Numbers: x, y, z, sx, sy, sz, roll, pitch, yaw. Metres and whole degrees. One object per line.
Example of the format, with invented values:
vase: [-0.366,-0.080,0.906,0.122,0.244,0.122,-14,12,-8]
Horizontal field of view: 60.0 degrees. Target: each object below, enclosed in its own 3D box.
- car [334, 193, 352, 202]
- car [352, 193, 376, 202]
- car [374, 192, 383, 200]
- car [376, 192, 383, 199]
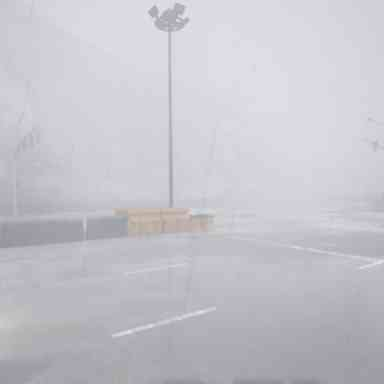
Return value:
car: [26.400,0.955,57.377,4.674,1.442,1.812,-1,0,-35]
car: [29.299,0.910,55.154,4.902,1.511,2.128,-1,0,-35]
car: [38.485,0.793,66.021,4.902,1.511,2.128,-1,0,-36]
car: [32.196,0.631,52.925,5.566,2.045,2.150,0,0,-35]
